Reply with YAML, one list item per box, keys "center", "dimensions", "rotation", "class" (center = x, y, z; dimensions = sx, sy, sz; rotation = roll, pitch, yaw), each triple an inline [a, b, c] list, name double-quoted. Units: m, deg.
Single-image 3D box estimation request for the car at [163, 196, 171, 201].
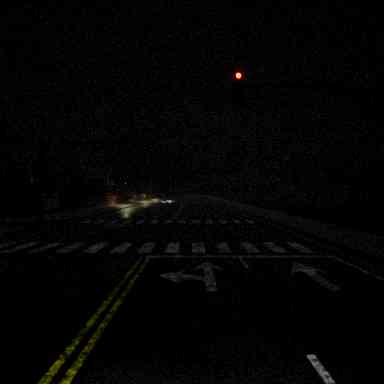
- center: [-6.333, 1.541, 84.219]
  dimensions: [1.895, 1.301, 4.718]
  rotation: [0, 0, 0]
  class: "car"
